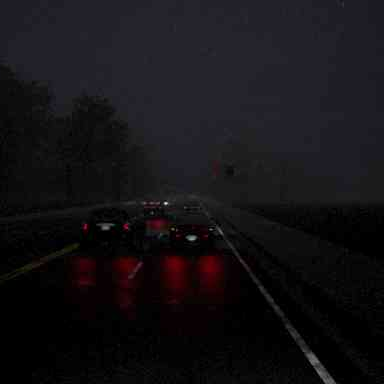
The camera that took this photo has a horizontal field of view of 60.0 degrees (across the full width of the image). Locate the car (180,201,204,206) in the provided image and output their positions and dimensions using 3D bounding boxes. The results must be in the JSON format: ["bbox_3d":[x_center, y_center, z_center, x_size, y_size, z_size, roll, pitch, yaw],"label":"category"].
[{"bbox_3d":[0.000,1.508,29.650,2.128,1.511,4.902,0,0,0],"label":"car"}]

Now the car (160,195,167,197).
[{"bbox_3d":[-6.500,1.480,75.912,2.128,1.511,4.902,0,0,0],"label":"car"}]

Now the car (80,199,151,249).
[{"bbox_3d":[-3.250,1.371,14.620,2.097,1.767,4.553,0,0,0],"label":"car"}]

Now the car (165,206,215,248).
[{"bbox_3d":[0.000,1.538,14.650,1.812,1.442,4.674,0,0,0],"label":"car"}]

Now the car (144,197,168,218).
[{"bbox_3d":[-3.250,1.508,29.650,2.128,1.511,4.902,0,0,0],"label":"car"}]

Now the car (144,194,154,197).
[{"bbox_3d":[-9.750,1.310,75.944,2.097,1.767,4.553,0,0,0],"label":"car"}]
